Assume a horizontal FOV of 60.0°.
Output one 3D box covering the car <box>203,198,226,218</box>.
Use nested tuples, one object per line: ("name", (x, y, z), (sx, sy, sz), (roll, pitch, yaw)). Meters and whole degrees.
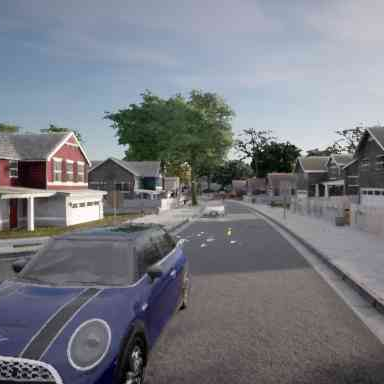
("car", (2.083, 1.571, 30.357), (1.812, 1.442, 4.674), (0, 0, 6))

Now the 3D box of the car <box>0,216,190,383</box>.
("car", (-1.375, 1.349, 4.943), (2.097, 1.767, 4.553), (0, 0, 10))

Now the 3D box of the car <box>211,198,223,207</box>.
("car", (4.050, 1.677, 55.179), (1.895, 1.301, 4.718), (0, 0, 3))
